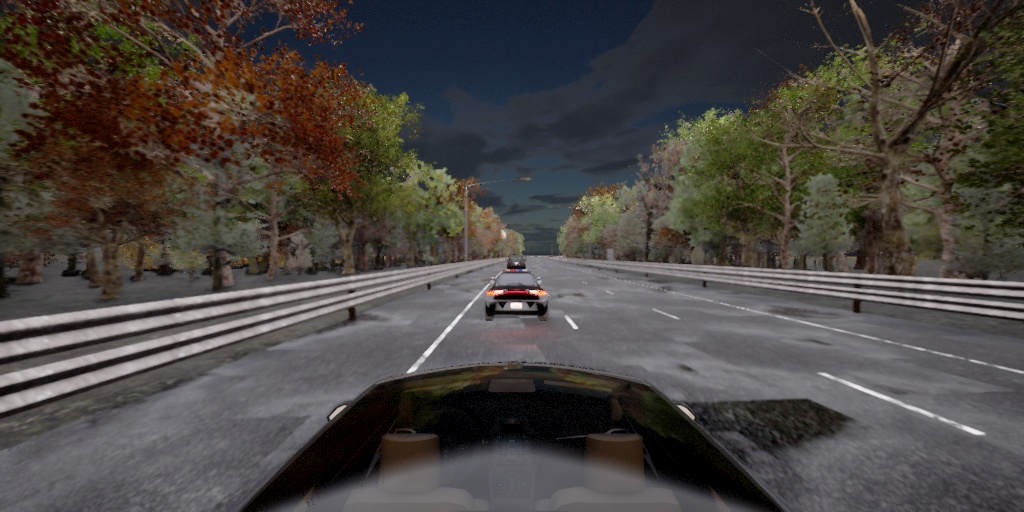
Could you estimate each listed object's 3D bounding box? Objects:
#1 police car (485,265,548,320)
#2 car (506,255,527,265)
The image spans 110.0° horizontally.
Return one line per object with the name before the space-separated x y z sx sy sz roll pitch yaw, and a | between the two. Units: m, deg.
police car | 0.143 1.251 12.729 2.038 1.542 4.974 0 0 0
car | 0.512 0.958 42.165 2.150 2.045 5.566 0 0 1
